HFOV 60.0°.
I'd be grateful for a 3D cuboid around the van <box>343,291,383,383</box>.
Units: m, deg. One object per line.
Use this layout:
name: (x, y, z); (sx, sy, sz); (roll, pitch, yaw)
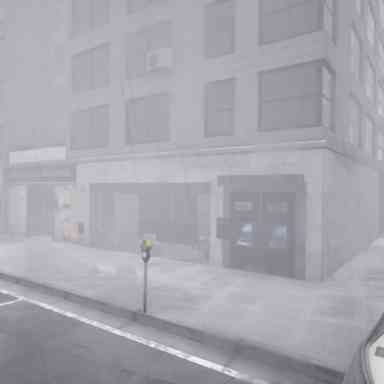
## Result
van: (2.602, 1.342, 1.087); (3.998, 1.788, 1.690); (0, 1, 36)
